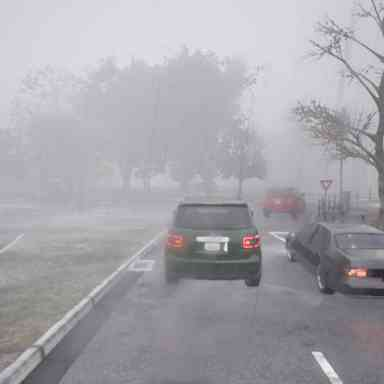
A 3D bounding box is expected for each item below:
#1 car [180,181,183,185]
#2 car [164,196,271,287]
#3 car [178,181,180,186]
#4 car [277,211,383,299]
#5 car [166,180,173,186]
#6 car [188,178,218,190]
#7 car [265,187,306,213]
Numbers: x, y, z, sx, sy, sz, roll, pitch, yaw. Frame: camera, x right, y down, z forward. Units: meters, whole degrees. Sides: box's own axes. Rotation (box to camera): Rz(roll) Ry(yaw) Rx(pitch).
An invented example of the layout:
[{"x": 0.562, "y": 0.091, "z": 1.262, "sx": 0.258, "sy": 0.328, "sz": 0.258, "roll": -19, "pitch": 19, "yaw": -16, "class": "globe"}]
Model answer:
[{"x": -0.390, "y": -2.072, "z": 71.253, "sx": 2.150, "sy": 2.045, "sz": 5.566, "roll": -1, "pitch": 3, "yaw": -12, "class": "car"}, {"x": 0.584, "y": 1.126, "z": 9.297, "sx": 2.150, "sy": 2.045, "sz": 5.566, "roll": 0, "pitch": 1, "yaw": 4, "class": "car"}, {"x": -2.497, "y": -2.213, "z": 84.910, "sx": 2.033, "sy": 1.411, "sz": 5.357, "roll": 0, "pitch": 2, "yaw": -4, "class": "car"}, {"x": 3.788, "y": 1.474, "z": 8.515, "sx": 2.033, "sy": 1.411, "sz": 5.357, "roll": 0, "pitch": 1, "yaw": 4, "class": "car"}, {"x": -5.752, "y": -2.260, "z": 84.816, "sx": 1.882, "sy": 1.535, "sz": 5.008, "roll": 0, "pitch": 2, "yaw": -4, "class": "car"}, {"x": 2.099, "y": -1.195, "z": 57.386, "sx": 4.553, "sy": 1.767, "sz": 2.097, "roll": 3, "pitch": 4, "yaw": 38, "class": "car"}, {"x": 6.552, "y": 0.630, "z": 23.306, "sx": 2.150, "sy": 2.045, "sz": 5.566, "roll": 1, "pitch": 3, "yaw": 25, "class": "car"}]
